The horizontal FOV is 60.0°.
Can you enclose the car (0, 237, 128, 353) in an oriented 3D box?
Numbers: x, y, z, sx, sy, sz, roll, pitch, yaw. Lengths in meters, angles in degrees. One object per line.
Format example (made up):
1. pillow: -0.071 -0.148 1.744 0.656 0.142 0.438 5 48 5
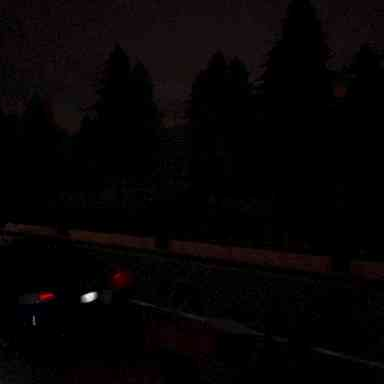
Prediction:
1. car: -3.185 1.566 6.209 4.181 1.385 1.994 0 0 36
